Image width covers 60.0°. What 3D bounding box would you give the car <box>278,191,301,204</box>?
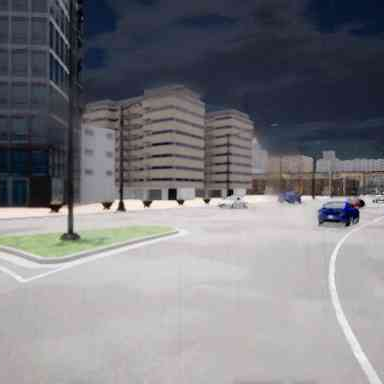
[{"bbox_3d":[16.025,0.925,54.206,2.150,2.045,5.566,1,0,37],"label":"car"}]

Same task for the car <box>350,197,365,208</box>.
[{"bbox_3d":[21.168,1.385,43.329,1.994,1.385,4.181,1,1,37],"label":"car"}]

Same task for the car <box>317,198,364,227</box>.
[{"bbox_3d":[9.948,1.378,22.420,1.882,1.535,5.008,1,0,36],"label":"car"}]

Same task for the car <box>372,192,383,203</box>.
[{"bbox_3d":[35.370,1.003,62.363,2.150,2.045,5.566,1,1,37],"label":"car"}]

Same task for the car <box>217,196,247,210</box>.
[{"bbox_3d":[4.843,1.261,39.422,1.812,1.442,4.674,1,1,37],"label":"car"}]
